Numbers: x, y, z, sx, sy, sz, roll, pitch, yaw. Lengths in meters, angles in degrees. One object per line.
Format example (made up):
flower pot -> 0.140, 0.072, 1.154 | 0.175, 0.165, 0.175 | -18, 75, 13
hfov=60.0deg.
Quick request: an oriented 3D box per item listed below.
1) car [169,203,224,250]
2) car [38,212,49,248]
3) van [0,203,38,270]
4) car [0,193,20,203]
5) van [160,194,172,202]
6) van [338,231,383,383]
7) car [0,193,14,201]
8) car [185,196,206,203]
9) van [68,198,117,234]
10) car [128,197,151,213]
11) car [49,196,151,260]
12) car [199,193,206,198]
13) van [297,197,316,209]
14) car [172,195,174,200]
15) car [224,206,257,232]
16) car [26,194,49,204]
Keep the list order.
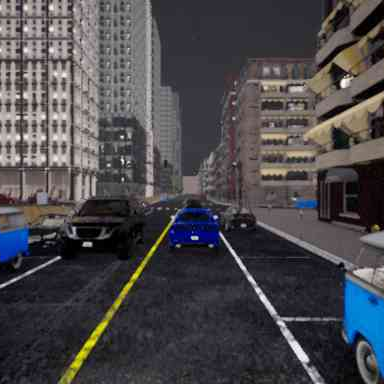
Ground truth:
car -> 0.097, 1.447, 14.163 | 1.882, 1.535, 5.008 | 0, 0, 0
car -> -5.691, 1.521, 13.930 | 2.008, 1.369, 4.403 | 0, 0, 0
van -> -5.691, 1.323, 8.281 | 1.690, 1.788, 3.998 | 0, 0, 0
car -> -26.709, 1.012, 47.290 | 4.206, 1.307, 1.802 | 1, -1, 0
van -> -5.692, 1.217, 68.999 | 1.690, 1.788, 3.998 | 0, 0, 0
van -> 2.690, 1.335, 2.633 | 1.690, 1.788, 3.998 | 0, 0, 0
car -> -32.363, 0.876, 55.657 | 4.206, 1.307, 1.802 | 1, -1, 0
car -> 0.099, 1.440, 32.162 | 1.837, 1.490, 4.892 | 0, 0, 0
van -> -5.691, 1.300, 19.579 | 1.690, 1.788, 3.998 | 0, 0, 0
car -> -5.691, 1.368, 36.525 | 1.967, 1.590, 4.097 | 0, 0, 0
car -> -3.101, 1.194, 12.638 | 2.150, 2.045, 5.566 | 0, 0, 0
car -> 2.688, 1.170, 85.653 | 2.192, 1.841, 5.009 | 0, 0, 0
van -> 16.929, 1.612, 47.259 | 3.998, 1.788, 1.690 | 1, -1, 0
car -> -5.692, 1.374, 91.033 | 1.752, 1.417, 4.829 | 0, 0, 0
car -> 2.690, 1.510, 19.579 | 2.008, 1.369, 4.403 | 0, 0, 0
car -> -21.132, 0.977, 47.306 | 4.097, 1.590, 1.967 | 1, -1, 0
